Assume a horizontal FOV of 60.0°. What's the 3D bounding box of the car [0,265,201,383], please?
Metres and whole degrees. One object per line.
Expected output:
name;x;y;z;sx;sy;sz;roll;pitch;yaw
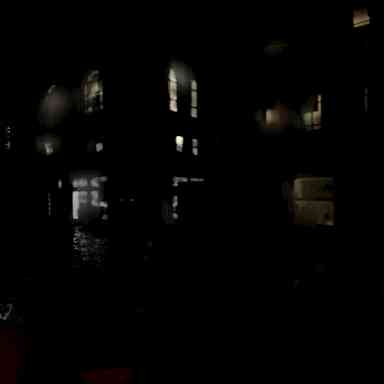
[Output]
car;-1.845;1.613;4.194;4.206;1.307;1.802;-1;0;36
